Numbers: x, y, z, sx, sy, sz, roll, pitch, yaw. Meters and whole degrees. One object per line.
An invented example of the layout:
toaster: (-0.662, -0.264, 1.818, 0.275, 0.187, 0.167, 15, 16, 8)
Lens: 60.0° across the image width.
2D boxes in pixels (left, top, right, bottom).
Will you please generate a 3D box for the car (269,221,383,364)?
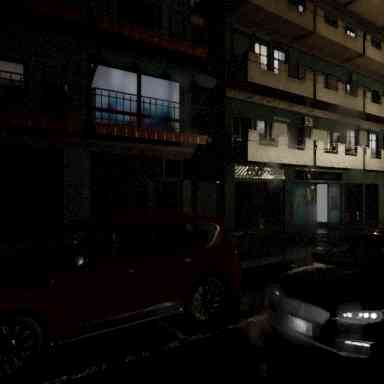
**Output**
car: (3.423, 1.493, 5.797, 4.902, 1.511, 2.128, 0, 0, -35)

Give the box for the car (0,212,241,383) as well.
car: (-1.398, 1.315, 5.559, 5.009, 1.841, 2.192, 0, 0, -35)
